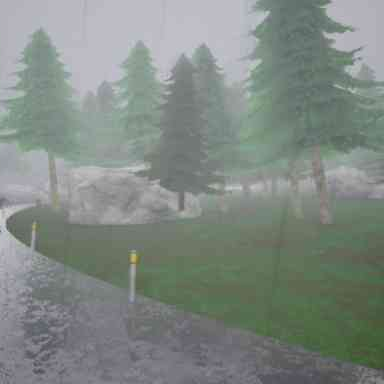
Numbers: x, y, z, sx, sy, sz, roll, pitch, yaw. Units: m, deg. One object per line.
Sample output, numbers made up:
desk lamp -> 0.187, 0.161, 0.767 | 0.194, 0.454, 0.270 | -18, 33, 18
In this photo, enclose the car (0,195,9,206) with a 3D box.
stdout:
car -> -21.765, 0.969, 36.389 | 2.128, 1.511, 4.902 | -4, 1, -9
